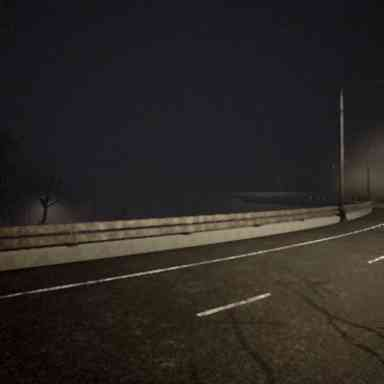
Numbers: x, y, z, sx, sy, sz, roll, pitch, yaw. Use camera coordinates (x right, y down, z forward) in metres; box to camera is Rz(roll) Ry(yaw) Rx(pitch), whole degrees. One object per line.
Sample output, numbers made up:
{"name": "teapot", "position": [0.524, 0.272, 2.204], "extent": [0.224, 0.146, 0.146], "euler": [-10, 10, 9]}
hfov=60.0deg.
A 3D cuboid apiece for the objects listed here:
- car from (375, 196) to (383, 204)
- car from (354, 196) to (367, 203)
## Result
{"name": "car", "position": [36.885, 1.570, 64.069], "extent": [1.812, 1.442, 4.674], "euler": [0, 0, 13]}
{"name": "car", "position": [39.779, 1.783, 78.438], "extent": [1.837, 1.490, 4.892], "euler": [0, 0, 8]}
